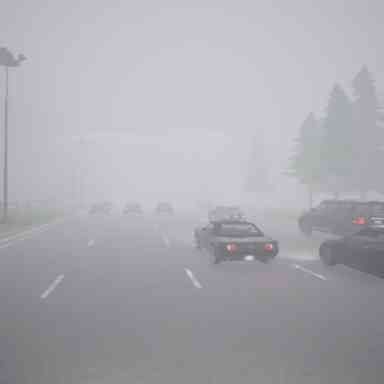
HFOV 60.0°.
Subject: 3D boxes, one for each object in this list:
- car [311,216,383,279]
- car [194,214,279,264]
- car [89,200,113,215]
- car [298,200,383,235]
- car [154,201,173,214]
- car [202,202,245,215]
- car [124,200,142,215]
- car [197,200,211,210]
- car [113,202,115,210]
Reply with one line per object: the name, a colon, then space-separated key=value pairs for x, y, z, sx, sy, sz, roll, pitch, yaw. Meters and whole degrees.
car: x=5.339 y=1.620 z=9.054 sx=1.812 sy=1.442 sz=4.674 roll=0 pitch=0 yaw=-9
car: x=1.337 y=1.697 z=12.179 sx=1.895 sy=1.301 sz=4.718 roll=0 pitch=0 yaw=-10
car: x=-10.070 y=1.813 z=36.614 sx=1.895 sy=1.301 sz=4.718 roll=0 pitch=0 yaw=-10
car: x=7.577 y=1.388 z=16.984 sx=2.150 sy=2.045 sz=5.566 roll=0 pitch=0 yaw=-10
car: x=-3.289 y=1.754 z=38.475 sx=2.128 sy=1.511 sz=4.902 roll=0 pitch=0 yaw=-10
car: x=2.558 y=1.746 z=25.423 sx=2.033 sy=1.411 sz=5.357 roll=0 pitch=0 yaw=-10
car: x=-6.556 y=1.833 z=36.833 sx=1.895 sy=1.301 sz=4.718 roll=0 pitch=0 yaw=-10
car: x=2.005 y=1.890 z=48.747 sx=1.812 sy=1.442 sz=4.674 roll=0 pitch=-1 yaw=-10
car: x=-11.800 y=1.800 z=46.420 sx=1.812 sy=1.442 sz=4.674 roll=0 pitch=0 yaw=-10
